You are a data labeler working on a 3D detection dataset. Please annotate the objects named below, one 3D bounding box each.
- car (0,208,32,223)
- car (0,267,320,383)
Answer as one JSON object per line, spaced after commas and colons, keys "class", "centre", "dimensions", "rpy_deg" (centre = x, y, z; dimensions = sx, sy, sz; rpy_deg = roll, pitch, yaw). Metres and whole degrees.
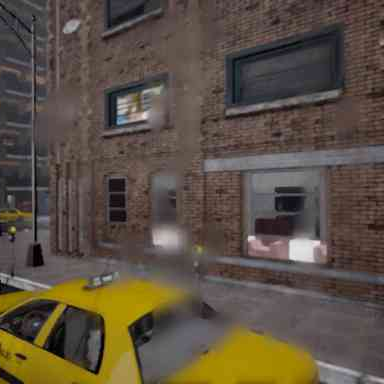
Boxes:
{"class": "car", "centre": [-16.858, 2.079, 29.592], "dimensions": [1.752, 1.417, 4.829], "rpy_deg": [-2, -2, 35]}
{"class": "car", "centre": [-1.133, 1.549, 3.686], "dimensions": [4.829, 1.417, 1.752], "rpy_deg": [-1, 0, 36]}
